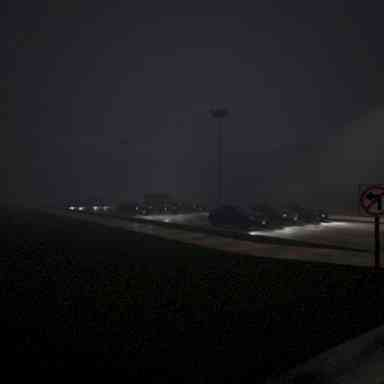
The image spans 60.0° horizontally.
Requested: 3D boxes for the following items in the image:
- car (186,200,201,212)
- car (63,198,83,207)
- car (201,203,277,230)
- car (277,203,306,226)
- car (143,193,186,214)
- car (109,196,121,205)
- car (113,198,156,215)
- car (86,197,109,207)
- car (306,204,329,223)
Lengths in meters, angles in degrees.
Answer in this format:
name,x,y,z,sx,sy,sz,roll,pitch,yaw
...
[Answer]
name,x,y,z,sx,sy,sz,roll,pitch,yaw
car,-0.404,1.583,37.712,1.895,1.301,4.718,0,0,-36
car,-18.070,1.558,50.382,1.994,1.385,4.181,0,0,-36
car,2.871,1.514,21.377,1.812,1.442,4.674,0,0,-35
car,5.438,1.511,23.795,1.812,1.442,4.674,0,0,-37
car,-3.397,1.197,35.875,2.150,2.045,5.566,0,1,-36
car,-12.410,1.468,54.502,1.882,1.535,5.008,0,0,-36
car,-5.845,1.589,33.292,1.895,1.301,4.718,0,0,-36
car,-15.208,1.506,52.397,1.837,1.490,4.892,0,0,-36
car,8.344,1.546,25.715,1.994,1.385,4.181,0,0,-36
